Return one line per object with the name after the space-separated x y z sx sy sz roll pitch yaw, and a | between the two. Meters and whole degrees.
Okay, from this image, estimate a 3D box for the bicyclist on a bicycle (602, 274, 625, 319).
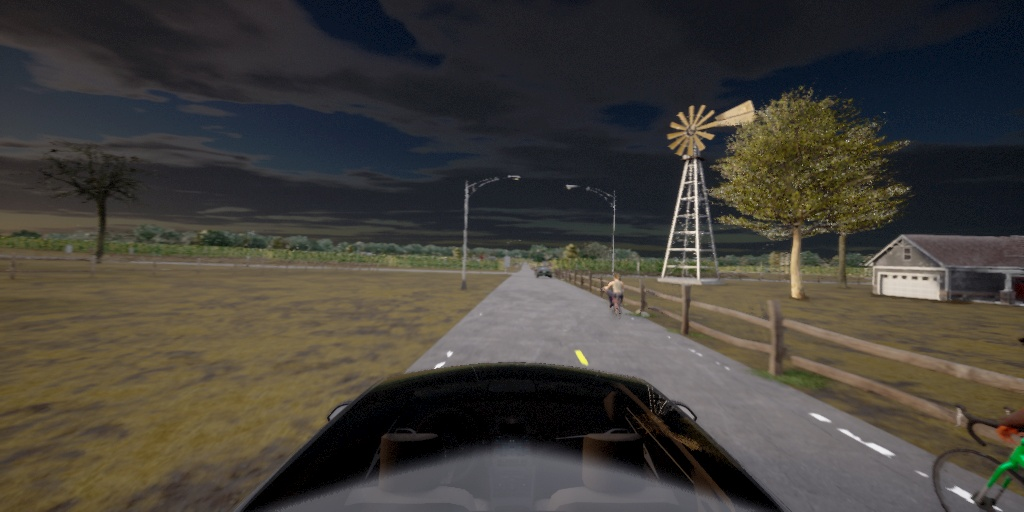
3.823 1.460 13.282 0.866 1.612 1.509 2 -1 2 | bicyclist on a bicycle

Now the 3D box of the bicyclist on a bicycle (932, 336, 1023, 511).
3.410 1.304 2.110 0.582 1.620 1.656 2 -1 2 | bicyclist on a bicycle

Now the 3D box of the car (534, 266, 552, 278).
4.408 2.151 50.205 2.097 1.767 4.553 2 -1 2 | car
